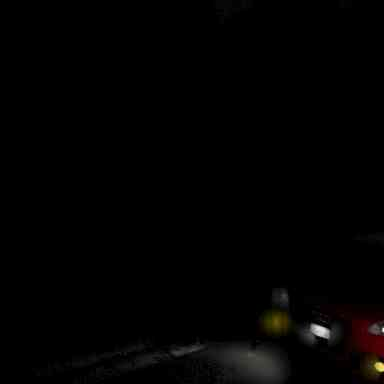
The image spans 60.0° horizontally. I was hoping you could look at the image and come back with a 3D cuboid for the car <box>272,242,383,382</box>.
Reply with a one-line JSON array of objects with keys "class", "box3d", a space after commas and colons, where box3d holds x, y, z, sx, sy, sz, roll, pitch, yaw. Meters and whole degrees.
[{"class": "car", "box3d": [3.244, 1.542, 5.240, 4.181, 1.385, 1.994, 0, 0, -34]}]
